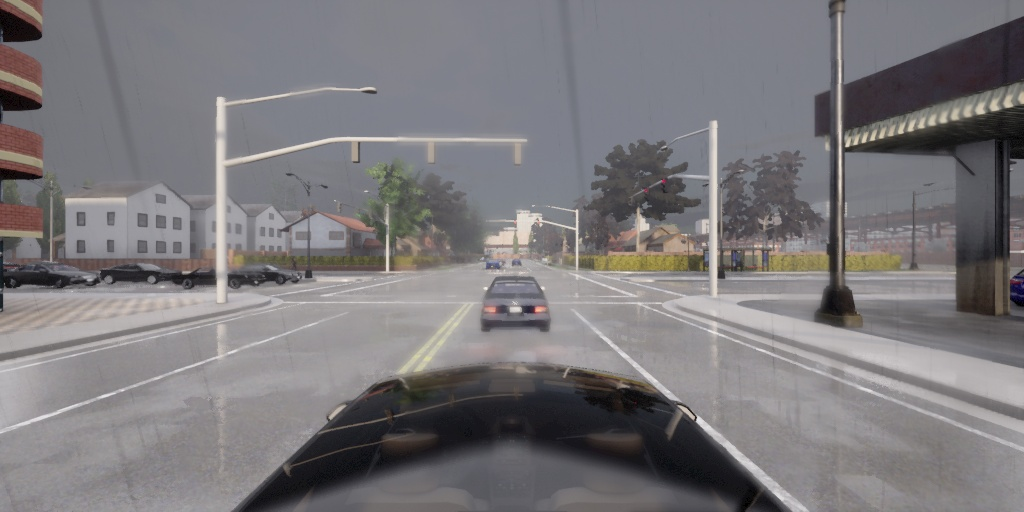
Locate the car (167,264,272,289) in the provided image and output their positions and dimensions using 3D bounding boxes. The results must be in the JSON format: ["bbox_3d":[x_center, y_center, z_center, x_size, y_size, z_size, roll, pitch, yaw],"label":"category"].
[{"bbox_3d":[-18.096,1.351,22.354,4.718,1.301,1.895,0,0,1],"label":"car"}]

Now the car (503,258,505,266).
[{"bbox_3d":[-2.734,1.351,63.144,1.895,1.301,4.718,0,0,1],"label":"car"}]

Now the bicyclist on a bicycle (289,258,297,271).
[{"bbox_3d":[-26.530,1.051,43.483,0.582,1.620,1.656,0,0,1],"label":"bicyclist on a bicycle"}]

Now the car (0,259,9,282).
[{"bbox_3d":[-40.524,1.106,26.218,4.553,1.767,2.097,0,0,0],"label":"car"}]

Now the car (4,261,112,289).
[{"bbox_3d":[-28.879,1.239,22.542,4.902,1.511,2.128,0,0,2],"label":"car"}]

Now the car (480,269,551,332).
[{"bbox_3d":[0.085,1.297,10.837,2.033,1.411,5.357,0,0,0],"label":"car"}]

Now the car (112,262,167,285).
[{"bbox_3d":[-26.774,1.228,26.003,5.008,1.535,1.882,0,0,1],"label":"car"}]

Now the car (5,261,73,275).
[{"bbox_3d":[-50.013,1.255,37.962,4.892,1.490,1.837,0,0,1],"label":"car"}]

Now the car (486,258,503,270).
[{"bbox_3d":[-2.823,1.227,53.596,1.882,1.535,5.008,0,0,1],"label":"car"}]

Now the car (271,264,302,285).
[{"bbox_3d":[-17.712,1.276,25.880,4.674,1.442,1.812,0,0,1],"label":"car"}]
